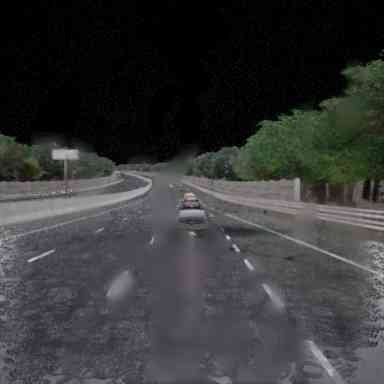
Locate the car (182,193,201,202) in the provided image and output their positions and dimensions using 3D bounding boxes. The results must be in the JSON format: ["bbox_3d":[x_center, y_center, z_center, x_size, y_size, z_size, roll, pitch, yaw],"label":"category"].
[{"bbox_3d":[-0.062,1.250,37.136,2.128,1.511,4.902,0,1,0],"label":"car"}]

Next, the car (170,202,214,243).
[{"bbox_3d":[-0.003,1.468,15.877,1.837,1.490,4.892,0,0,0],"label":"car"}]

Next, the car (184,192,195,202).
[{"bbox_3d":[-0.427,0.876,58.398,1.882,1.535,5.008,0,1,-1],"label":"car"}]
